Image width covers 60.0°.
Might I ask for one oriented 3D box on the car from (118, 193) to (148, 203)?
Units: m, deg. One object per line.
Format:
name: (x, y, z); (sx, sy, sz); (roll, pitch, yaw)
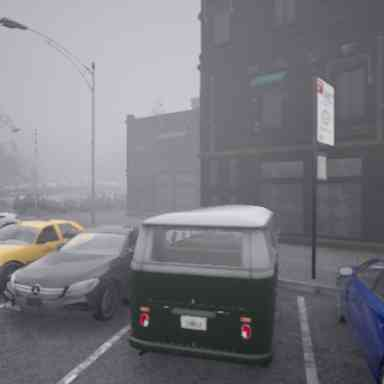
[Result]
car: (-11.884, 1.163, 67.182); (5.566, 2.045, 2.435); (-1, 0, 14)

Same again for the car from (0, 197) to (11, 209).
car: (-27.102, 1.437, 44.627); (4.792, 1.488, 2.163); (-1, 0, 14)

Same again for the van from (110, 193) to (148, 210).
van: (-8.009, 1.214, 42.387); (4.442, 1.987, 1.878); (1, 0, 14)

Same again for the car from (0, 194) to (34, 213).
car: (-9.225, 1.205, 12.765); (2.435, 2.045, 5.566); (0, -1, 15)

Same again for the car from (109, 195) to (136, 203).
car: (-13.514, 1.443, 64.660); (4.792, 1.488, 2.163); (-1, -1, 14)

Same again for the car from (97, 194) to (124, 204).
car: (-15.208, 1.287, 62.156); (4.553, 1.767, 2.185); (-1, 0, 14)

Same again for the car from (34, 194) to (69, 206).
car: (-22.032, 1.285, 52.163); (4.553, 1.767, 2.185); (-1, -1, 14)

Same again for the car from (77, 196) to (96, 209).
car: (-13.121, 1.464, 35.047); (4.792, 1.488, 2.163); (1, 1, 14)

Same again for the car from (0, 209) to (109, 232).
car: (-4.374, 1.463, 9.074); (1.946, 1.575, 5.366); (1, -1, 15)

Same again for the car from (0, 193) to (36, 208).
car: (-25.414, 1.157, 47.136); (5.566, 2.045, 2.435); (-1, 0, 14)

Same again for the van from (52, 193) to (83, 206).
van: (-20.426, 1.187, 54.678); (4.442, 1.987, 1.878); (-1, 0, 14)

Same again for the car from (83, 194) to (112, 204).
car: (-16.897, 1.287, 59.641); (4.553, 1.767, 2.185); (-1, 0, 14)

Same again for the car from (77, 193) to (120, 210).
car: (-11.464, 1.185, 37.508); (5.566, 2.045, 2.435); (1, 1, 14)

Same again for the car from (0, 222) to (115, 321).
car: (-1.874, 1.514, 7.515); (2.002, 1.452, 4.674); (1, -1, 15)

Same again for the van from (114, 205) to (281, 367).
van: (0.596, 1.256, 5.884); (1.878, 1.987, 4.442); (0, -1, 15)

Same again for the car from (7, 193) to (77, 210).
car: (-14.719, 1.183, 32.607); (5.566, 2.045, 2.435); (1, 0, 14)

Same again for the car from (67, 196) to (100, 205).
car: (-18.623, 1.413, 57.162); (4.892, 1.521, 2.231); (-1, -1, 14)

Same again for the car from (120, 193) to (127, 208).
car: (-9.807, 1.186, 39.960); (5.566, 2.045, 2.435); (1, 1, 14)

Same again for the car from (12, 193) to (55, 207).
car: (-23.667, 1.158, 49.649); (5.566, 2.045, 2.435); (-1, -1, 14)

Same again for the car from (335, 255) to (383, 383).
car: (3.005, 1.486, 4.018); (2.097, 1.535, 5.008); (0, -1, 16)
